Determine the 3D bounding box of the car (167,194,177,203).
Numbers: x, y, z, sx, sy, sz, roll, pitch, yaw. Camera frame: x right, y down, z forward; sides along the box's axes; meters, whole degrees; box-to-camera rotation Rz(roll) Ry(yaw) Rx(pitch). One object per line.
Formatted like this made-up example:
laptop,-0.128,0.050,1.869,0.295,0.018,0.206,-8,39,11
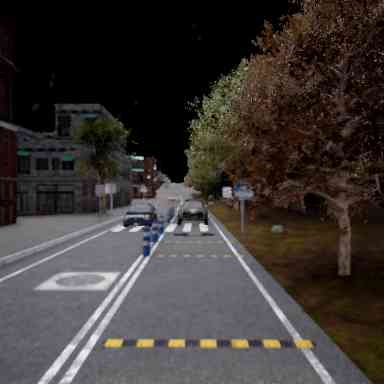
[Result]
car,-3.602,1.201,64.298,2.097,1.767,4.553,0,0,0

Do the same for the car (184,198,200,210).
car,-0.029,1.483,43.254,2.033,1.411,5.357,0,0,0

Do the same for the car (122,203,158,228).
car,-3.387,1.489,22.626,2.033,1.411,5.357,0,2,-1

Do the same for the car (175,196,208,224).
car,0.058,1.338,24.443,2.097,1.767,4.553,0,0,0
